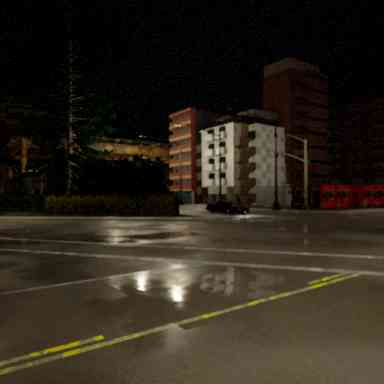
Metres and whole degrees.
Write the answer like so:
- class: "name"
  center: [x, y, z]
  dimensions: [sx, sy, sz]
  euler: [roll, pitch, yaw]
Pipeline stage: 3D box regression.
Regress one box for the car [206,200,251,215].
- class: "car"
  center: [3.603, 1.570, 34.266]
  dimensions: [2.033, 1.411, 5.357]
  euler: [-1, 0, -35]
